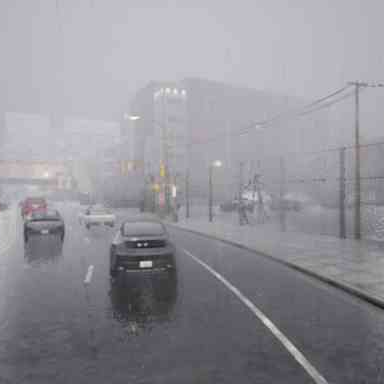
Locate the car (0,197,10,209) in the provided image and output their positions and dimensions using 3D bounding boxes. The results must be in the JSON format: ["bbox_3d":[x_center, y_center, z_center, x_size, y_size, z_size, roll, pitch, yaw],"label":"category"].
[{"bbox_3d":[-32.203,2.012,56.362,1.882,1.535,5.008,0,-1,-28],"label":"car"}]

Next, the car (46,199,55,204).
[{"bbox_3d":[-37.077,2.397,87.161,1.895,1.301,4.718,0,-1,-28],"label":"car"}]

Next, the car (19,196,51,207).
[{"bbox_3d":[-15.720,1.529,33.152,2.150,2.045,5.566,0,-1,-28],"label":"car"}]

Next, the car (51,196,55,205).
[{"bbox_3d":[-27.008,1.921,61.702,2.097,1.767,4.553,0,-1,-28],"label":"car"}]

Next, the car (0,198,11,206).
[{"bbox_3d":[-41.847,2.228,74.407,2.128,1.511,4.902,0,-1,-28],"label":"car"}]

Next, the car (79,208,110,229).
[{"bbox_3d":[-6.853,1.814,23.674,1.895,1.301,4.718,0,-1,-26],"label":"car"}]

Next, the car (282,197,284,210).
[{"bbox_3d":[11.948,1.755,43.987,1.816,1.474,4.193,0,-1,-28],"label":"car"}]

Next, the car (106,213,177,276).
[{"bbox_3d":[-1.685,1.601,10.836,1.837,1.490,4.892,0,0,-12],"label":"car"}]

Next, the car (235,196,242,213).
[{"bbox_3d":[5.284,1.585,40.337,2.185,1.767,4.553,0,-1,-28],"label":"car"}]

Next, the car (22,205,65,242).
[{"bbox_3d":[-7.825,1.656,17.653,2.128,1.511,4.902,0,-1,-24],"label":"car"}]

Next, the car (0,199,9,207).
[{"bbox_3d":[-36.934,2.142,65.210,1.812,1.442,4.674,0,-1,-28],"label":"car"}]
